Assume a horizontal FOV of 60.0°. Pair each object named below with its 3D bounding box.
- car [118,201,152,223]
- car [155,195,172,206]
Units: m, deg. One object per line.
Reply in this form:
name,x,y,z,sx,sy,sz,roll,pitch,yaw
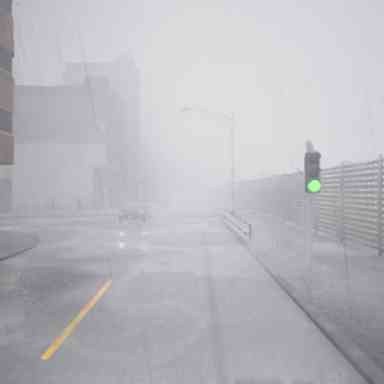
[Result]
car,-3.988,1.367,23.836,1.812,1.442,4.674,0,0,0
car,-3.983,1.193,46.843,1.812,1.442,4.674,0,1,0
